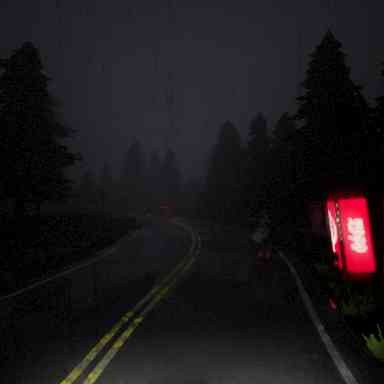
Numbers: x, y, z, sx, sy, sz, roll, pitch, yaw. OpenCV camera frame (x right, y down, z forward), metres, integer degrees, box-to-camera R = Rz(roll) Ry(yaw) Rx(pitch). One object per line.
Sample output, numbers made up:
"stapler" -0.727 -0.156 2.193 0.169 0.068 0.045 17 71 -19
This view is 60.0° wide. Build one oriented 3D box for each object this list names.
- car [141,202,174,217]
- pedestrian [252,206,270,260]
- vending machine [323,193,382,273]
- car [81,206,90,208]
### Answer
"car" -3.540 1.730 33.666 2.128 1.511 4.902 3 -3 -30
"pedestrian" 2.344 1.307 11.133 0.375 1.860 0.375 4 -5 8
"vending machine" 4.565 1.172 9.571 1.100 2.100 0.880 -6 -6 9
"car" -14.111 2.622 44.277 4.674 1.442 1.812 -6 -7 33
